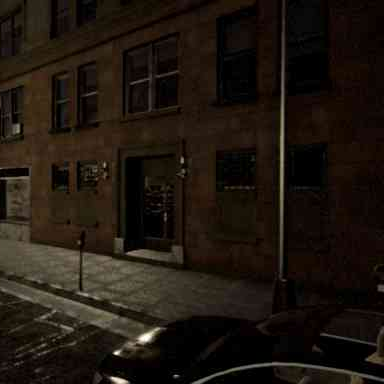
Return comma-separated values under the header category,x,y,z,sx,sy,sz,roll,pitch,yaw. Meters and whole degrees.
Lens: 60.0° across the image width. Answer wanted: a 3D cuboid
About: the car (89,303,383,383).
category,x,y,z,sx,sy,sz,roll,pitch,yaw
car,1.092,1.549,2.299,4.403,1.369,2.008,0,0,36
